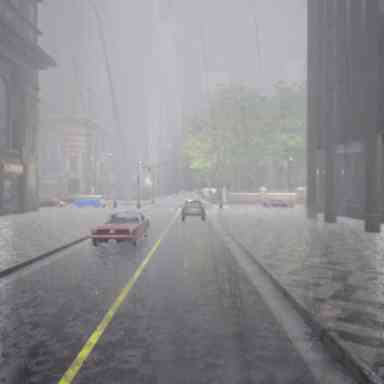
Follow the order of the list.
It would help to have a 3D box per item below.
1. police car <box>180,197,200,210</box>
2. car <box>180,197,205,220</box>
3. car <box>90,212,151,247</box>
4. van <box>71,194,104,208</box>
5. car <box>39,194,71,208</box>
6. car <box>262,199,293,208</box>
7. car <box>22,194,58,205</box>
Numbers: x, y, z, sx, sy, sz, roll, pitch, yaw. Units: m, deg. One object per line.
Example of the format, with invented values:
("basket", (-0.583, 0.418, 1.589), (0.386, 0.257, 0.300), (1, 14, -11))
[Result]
("police car", (-0.375, 1.503, 43.636), (2.038, 1.542, 4.974), (0, 0, -7))
("car", (0.107, 1.424, 28.017), (2.033, 1.649, 4.856), (0, 0, 0))
("car", (-3.085, 1.595, 15.109), (1.895, 1.301, 4.718), (0, 0, 0))
("van", (-14.565, 1.383, 47.243), (3.998, 1.788, 1.690), (0, 1, 0))
("car", (-20.006, 1.475, 47.273), (4.097, 1.590, 1.967), (0, 1, 0))
("car", (12.092, 1.658, 47.103), (4.313, 1.339, 1.947), (0, 1, 0))
("car", (-25.409, 1.214, 55.825), (5.009, 1.841, 2.192), (0, 1, 0))
